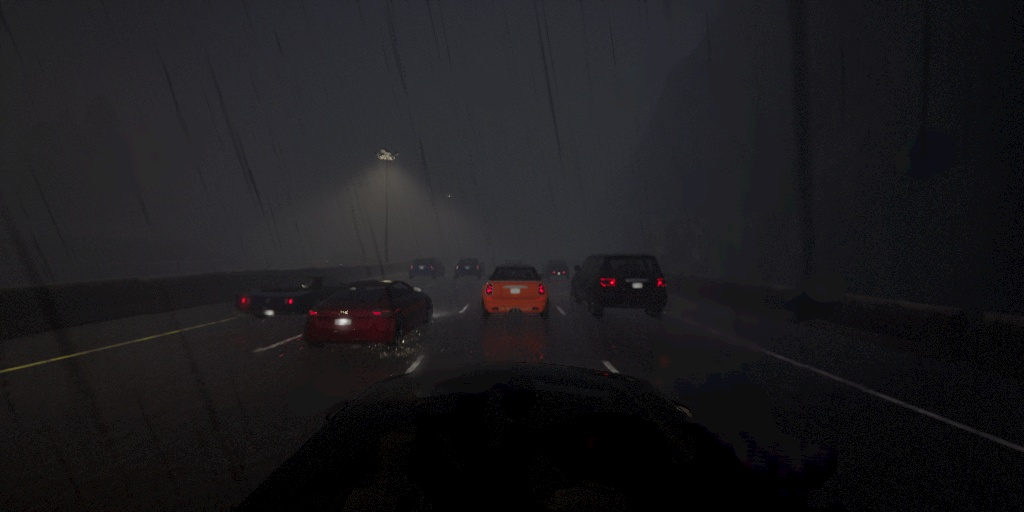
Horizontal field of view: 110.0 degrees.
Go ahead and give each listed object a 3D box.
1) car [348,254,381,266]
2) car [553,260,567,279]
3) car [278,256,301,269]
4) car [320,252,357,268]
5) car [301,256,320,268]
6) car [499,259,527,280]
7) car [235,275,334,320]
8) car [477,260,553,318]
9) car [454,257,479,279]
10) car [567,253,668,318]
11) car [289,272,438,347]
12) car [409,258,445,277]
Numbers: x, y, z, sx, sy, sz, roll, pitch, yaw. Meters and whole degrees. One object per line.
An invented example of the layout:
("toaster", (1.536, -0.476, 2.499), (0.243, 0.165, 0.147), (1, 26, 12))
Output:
("car", (-17.585, 0.821, 43.747), (1.882, 1.535, 5.008), (0, 1, 0))
("car", (3.599, 1.053, 29.919), (1.837, 1.490, 4.892), (0, 1, 0))
("car", (-28.065, 0.774, 46.396), (1.882, 1.535, 5.008), (0, 1, 0))
("car", (-21.079, 0.549, 44.757), (2.150, 2.045, 5.566), (0, 1, 0))
("car", (-24.571, 0.774, 46.400), (1.882, 1.535, 5.008), (0, 1, 0))
("car", (0.099, 1.041, 29.784), (2.128, 1.511, 4.902), (0, 1, 0))
("car", (-6.900, 1.307, 12.423), (1.895, 1.301, 4.718), (0, 0, 0))
("car", (0.101, 1.056, 12.866), (2.097, 1.767, 4.553), (0, 0, 0))
("car", (-3.401, 0.905, 29.512), (2.097, 1.767, 4.553), (0, 1, 0))
("car", (3.601, 0.925, 12.982), (2.150, 2.045, 5.566), (0, 0, 0))
("car", (-3.400, 1.289, 9.229), (1.994, 1.385, 4.181), (0, 0, 0))
("car", (-6.902, 0.905, 29.528), (2.097, 1.767, 4.553), (0, 1, 0))
